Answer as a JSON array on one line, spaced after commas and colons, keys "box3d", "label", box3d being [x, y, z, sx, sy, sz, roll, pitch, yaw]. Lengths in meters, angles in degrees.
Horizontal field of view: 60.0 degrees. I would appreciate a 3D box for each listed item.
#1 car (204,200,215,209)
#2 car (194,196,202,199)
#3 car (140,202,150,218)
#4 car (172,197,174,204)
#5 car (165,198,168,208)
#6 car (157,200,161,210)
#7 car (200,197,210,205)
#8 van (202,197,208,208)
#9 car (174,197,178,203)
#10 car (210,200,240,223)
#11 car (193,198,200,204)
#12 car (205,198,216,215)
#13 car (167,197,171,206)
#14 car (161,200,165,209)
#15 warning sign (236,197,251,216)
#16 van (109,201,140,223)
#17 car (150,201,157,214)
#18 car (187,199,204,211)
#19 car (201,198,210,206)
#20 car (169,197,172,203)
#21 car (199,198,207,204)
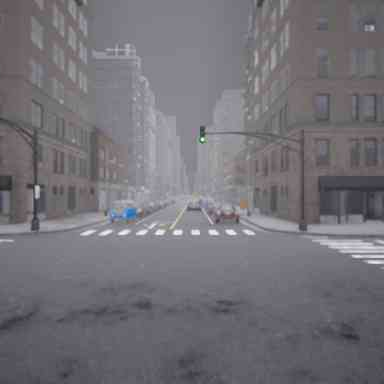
[{"box3d": [2.910, 2.067, 56.332, 1.752, 1.417, 4.829, 0, -1, 0], "label": "car"}, {"box3d": [0.362, 2.065, 61.255, 1.882, 1.535, 5.008, 0, -1, 0], "label": "car"}, {"box3d": [-5.706, 1.763, 33.518, 1.967, 1.590, 4.097, 0, -1, 0], "label": "car"}, {"box3d": [-5.550, 2.220, 73.023, 1.752, 1.417, 4.829, 0, -1, 0], "label": "car"}, {"box3d": [-5.617, 2.063, 56.019, 1.752, 1.417, 4.829, 0, -1, 0], "label": "car"}, {"box3d": [-5.661, 2.014, 44.853, 1.802, 1.307, 4.206, 0, -1, 0], "label": "car"}, {"box3d": [2.998, 2.064, 78.840, 2.192, 1.841, 5.009, 0, -1, 0], "label": "car"}, {"box3d": [2.886, 1.828, 50.495, 1.690, 1.788, 3.998, 0, -1, 0], "label": "van"}, {"box3d": [-5.504, 2.115, 84.531, 2.192, 1.841, 5.009, 0, -1, 0], "label": "car"}, {"box3d": [2.797, 1.709, 27.818, 1.967, 1.590, 4.097, 0, -1, 0], "label": "car"}, {"box3d": [1.160, 2.354, 89.817, 1.837, 1.490, 4.892, 0, 0, 0], "label": "car"}, {"box3d": [2.842, 1.819, 39.156, 1.967, 1.590, 4.097, 0, -1, 0], "label": "car"}, {"box3d": [-5.594, 2.158, 61.857, 1.947, 1.339, 4.313, 0, -1, 0], "label": "car"}, {"box3d": [-5.639, 2.051, 50.521, 1.947, 1.339, 4.313, 0, -1, 0], "label": "car"}, {"box3d": [5.222, 1.443, 33.806, 1.300, 1.860, 1.060, 0, 0, 0], "label": "warning sign"}, {"box3d": [-5.729, 1.609, 27.851, 1.690, 1.788, 3.998, 0, -1, 0], "label": "van"}, {"box3d": [-5.683, 1.943, 39.185, 1.947, 1.339, 4.313, 0, -1, 0], "label": "car"}, {"box3d": [0.309, 2.024, 47.800, 1.994, 1.385, 4.181, 0, -1, 0], "label": "car"}, {"box3d": [2.976, 2.138, 73.170, 1.967, 1.590, 4.097, 0, -1, 0], "label": "car"}, {"box3d": [-5.571, 2.189, 67.524, 1.887, 1.381, 4.507, 0, -1, 0], "label": "car"}, {"box3d": [3.043, 2.419, 90.176, 1.947, 1.339, 4.313, 0, -1, 0], "label": "car"}]
